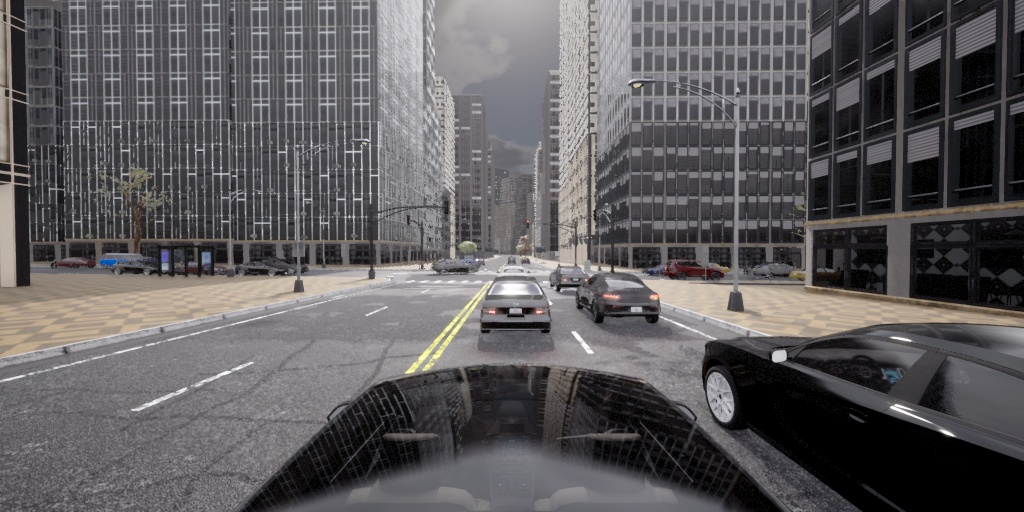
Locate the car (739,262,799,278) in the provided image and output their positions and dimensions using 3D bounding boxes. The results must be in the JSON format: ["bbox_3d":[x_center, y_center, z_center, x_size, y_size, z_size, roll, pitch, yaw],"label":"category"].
[{"bbox_3d":[27.012,1.458,37.769,4.892,1.490,1.837,1,1,1],"label":"car"}]

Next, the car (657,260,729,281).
[{"bbox_3d":[16.170,1.267,32.169,5.009,1.841,2.192,0,0,1],"label":"car"}]

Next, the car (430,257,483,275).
[{"bbox_3d":[-5.993,1.168,37.380,4.902,1.511,2.128,0,1,-25],"label":"car"}]

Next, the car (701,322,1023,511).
[{"bbox_3d":[3.344,1.227,2.584,1.882,1.535,5.008,0,0,0],"label":"car"}]

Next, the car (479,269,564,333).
[{"bbox_3d":[0.094,1.293,10.660,2.033,1.411,5.357,0,0,0],"label":"car"}]

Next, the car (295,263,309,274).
[{"bbox_3d":[-22.701,1.067,35.371,4.892,1.490,1.837,1,1,1],"label":"car"}]

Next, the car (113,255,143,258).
[{"bbox_3d":[-36.134,0.931,35.639,4.902,1.511,2.128,1,1,1],"label":"car"}]

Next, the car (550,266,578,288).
[{"bbox_3d":[3.337,1.286,21.341,2.033,1.411,5.357,0,0,0],"label":"car"}]

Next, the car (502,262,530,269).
[{"bbox_3d":[0.086,1.265,20.251,1.812,1.442,4.674,0,0,0],"label":"car"}]

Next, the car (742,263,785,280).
[{"bbox_3d":[25.621,1.484,34.592,4.902,1.511,2.128,1,1,1],"label":"car"}]

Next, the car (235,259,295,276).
[{"bbox_3d":[-22.756,1.172,32.666,4.313,1.339,1.948,0,0,1],"label":"car"}]

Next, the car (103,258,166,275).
[{"bbox_3d":[-34.121,1.068,32.963,4.313,1.339,1.948,0,0,1],"label":"car"}]

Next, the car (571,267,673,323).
[{"bbox_3d":[3.344,1.271,11.930,1.812,1.442,4.674,0,0,0],"label":"car"}]

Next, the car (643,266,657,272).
[{"bbox_3d":[16.696,1.410,37.940,5.357,1.411,2.033,0,1,1],"label":"car"}]

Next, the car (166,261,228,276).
[{"bbox_3d":[-28.440,1.136,32.794,4.207,1.307,1.802,0,0,1],"label":"car"}]

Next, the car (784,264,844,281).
[{"bbox_3d":[27.618,1.577,31.982,4.829,1.417,1.751,0,0,1],"label":"car"}]

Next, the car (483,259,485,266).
[{"bbox_3d":[-6.613,1.191,63.808,2.128,1.511,4.902,0,0,0],"label":"car"}]

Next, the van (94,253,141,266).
[{"bbox_3d":[-45.319,0.603,41.615,3.998,1.789,1.690,0,0,1],"label":"van"}]

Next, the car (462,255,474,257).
[{"bbox_3d":[-6.639,0.933,53.890,2.150,2.045,5.566,0,0,0],"label":"car"}]
